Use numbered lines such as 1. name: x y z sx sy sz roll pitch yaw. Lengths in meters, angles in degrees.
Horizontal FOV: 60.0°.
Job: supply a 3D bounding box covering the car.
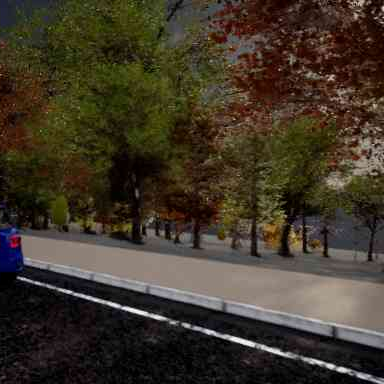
1. car: -6.424 1.266 8.272 5.566 2.045 2.150 0 0 36
